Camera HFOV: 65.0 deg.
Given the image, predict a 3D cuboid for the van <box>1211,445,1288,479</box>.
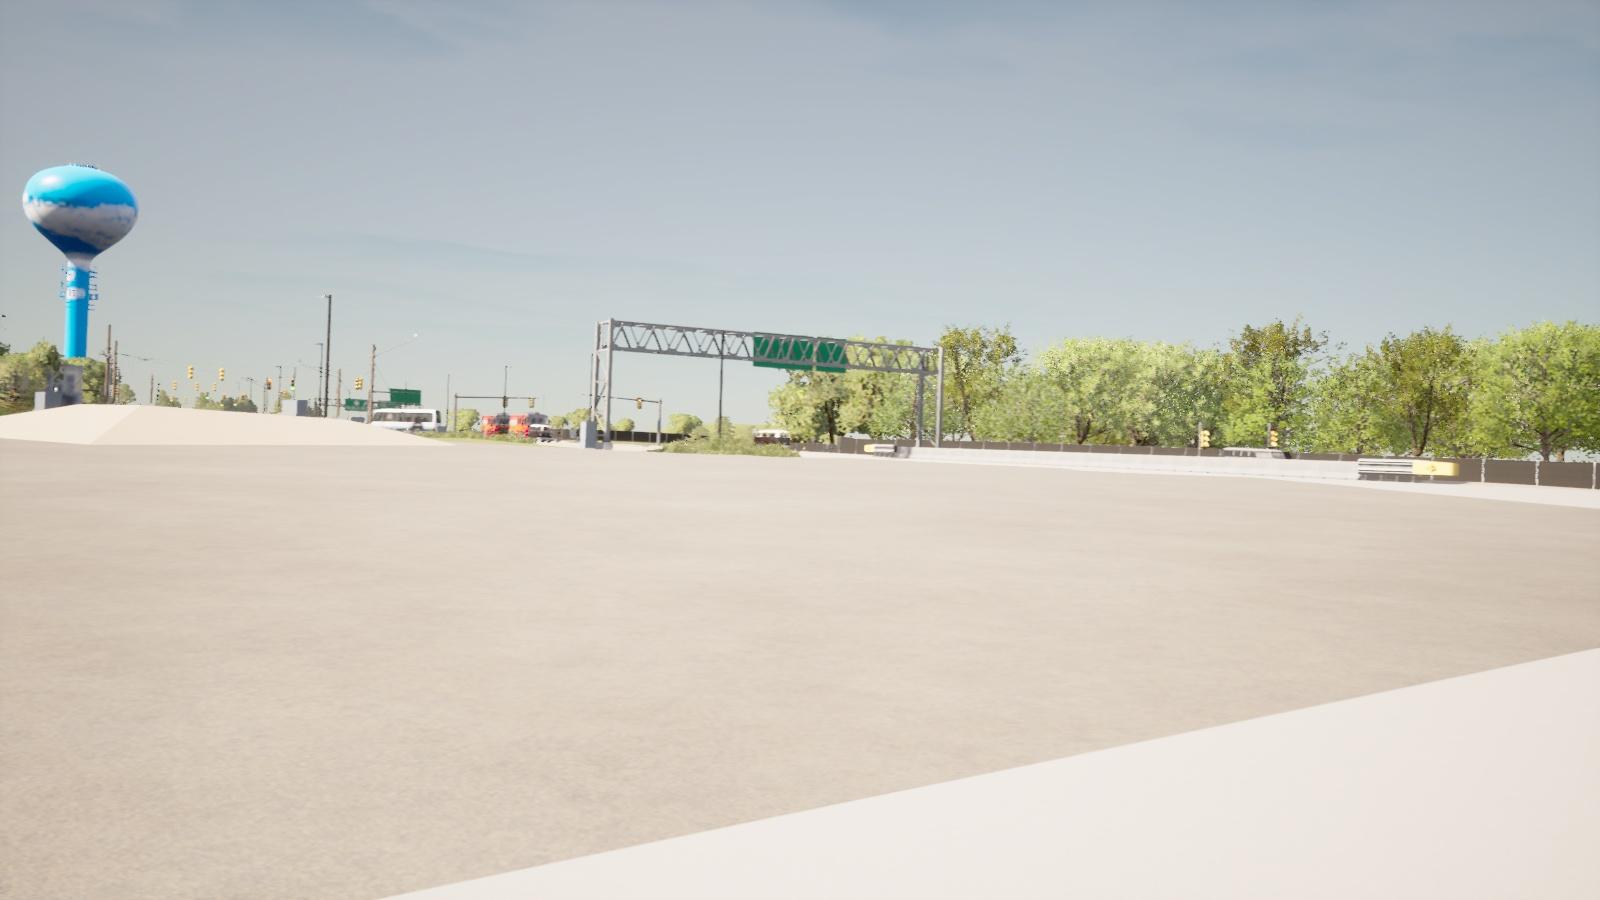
[{"bbox_3d":[29.371,0.750,82.132,1.775,1.987,4.442,2,1,-36],"label":"van"}]
